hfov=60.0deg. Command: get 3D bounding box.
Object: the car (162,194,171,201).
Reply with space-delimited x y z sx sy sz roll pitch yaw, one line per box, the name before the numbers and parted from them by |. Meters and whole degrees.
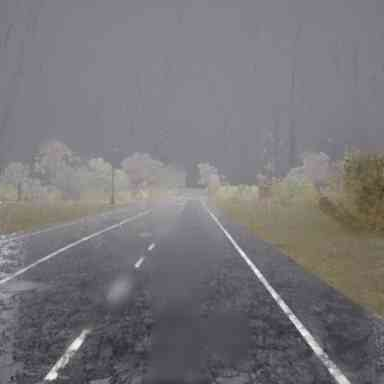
car | -6.430 1.250 84.048 2.097 1.767 4.553 0 0 0
